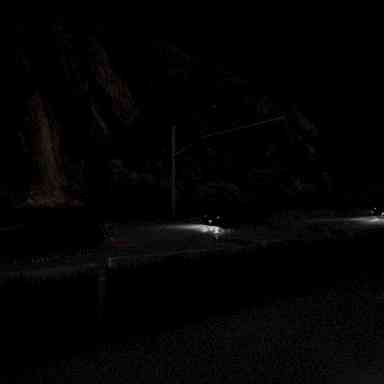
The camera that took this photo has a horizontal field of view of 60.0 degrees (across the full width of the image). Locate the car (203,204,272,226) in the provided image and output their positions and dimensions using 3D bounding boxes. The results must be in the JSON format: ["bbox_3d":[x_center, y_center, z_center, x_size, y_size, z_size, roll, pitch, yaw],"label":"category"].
[{"bbox_3d":[3.362,1.546,23.627,5.357,1.411,2.033,0,0,-36],"label":"car"}]

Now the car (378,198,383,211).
[{"bbox_3d":[23.799,1.438,38.380,5.357,1.411,2.033,0,0,-36],"label":"car"}]

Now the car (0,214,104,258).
[{"bbox_3d":[-5.597,1.564,12.895,4.181,1.385,1.994,0,0,-35],"label":"car"}]

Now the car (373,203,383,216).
[{"bbox_3d":[18.366,1.532,30.141,4.718,1.301,1.895,0,0,-36],"label":"car"}]
